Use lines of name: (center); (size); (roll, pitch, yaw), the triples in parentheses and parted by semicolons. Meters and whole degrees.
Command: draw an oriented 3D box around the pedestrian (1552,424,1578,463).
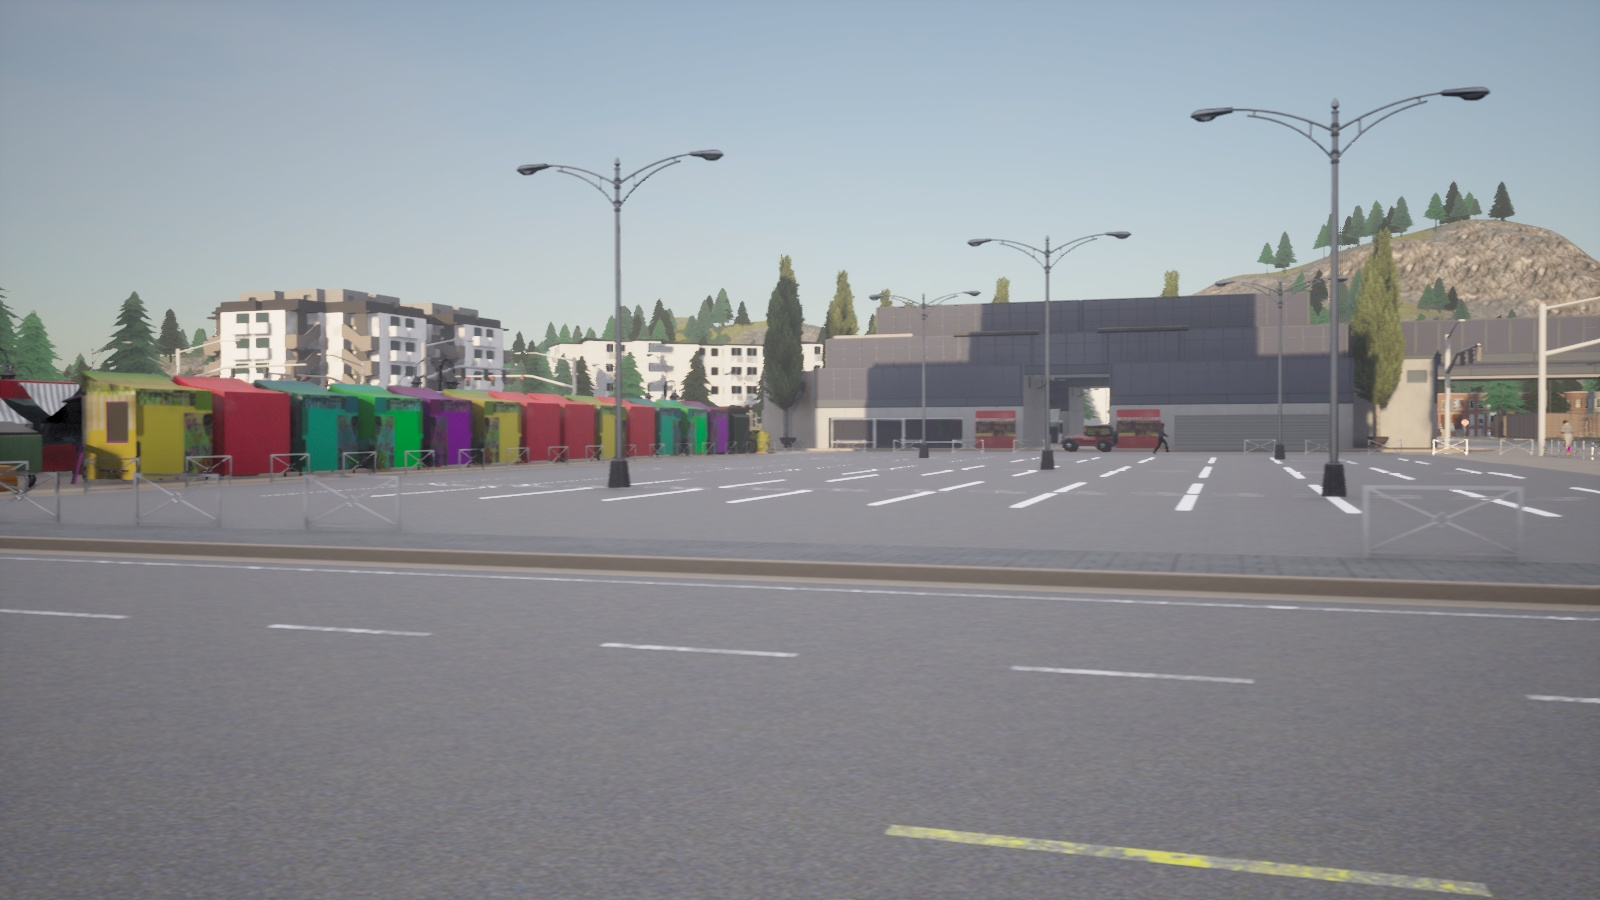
pedestrian: (39.003, -0.340, 64.034); (0.659, 1.952, 0.873); (0, 1, -14)

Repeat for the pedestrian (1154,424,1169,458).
pedestrian: (20.790, -0.537, 72.197); (0.788, 1.949, 0.423); (1, 1, 21)

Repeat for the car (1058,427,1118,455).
car: (20.092, -0.651, 87.707); (3.866, 1.878, 1.905); (1, 1, 20)
